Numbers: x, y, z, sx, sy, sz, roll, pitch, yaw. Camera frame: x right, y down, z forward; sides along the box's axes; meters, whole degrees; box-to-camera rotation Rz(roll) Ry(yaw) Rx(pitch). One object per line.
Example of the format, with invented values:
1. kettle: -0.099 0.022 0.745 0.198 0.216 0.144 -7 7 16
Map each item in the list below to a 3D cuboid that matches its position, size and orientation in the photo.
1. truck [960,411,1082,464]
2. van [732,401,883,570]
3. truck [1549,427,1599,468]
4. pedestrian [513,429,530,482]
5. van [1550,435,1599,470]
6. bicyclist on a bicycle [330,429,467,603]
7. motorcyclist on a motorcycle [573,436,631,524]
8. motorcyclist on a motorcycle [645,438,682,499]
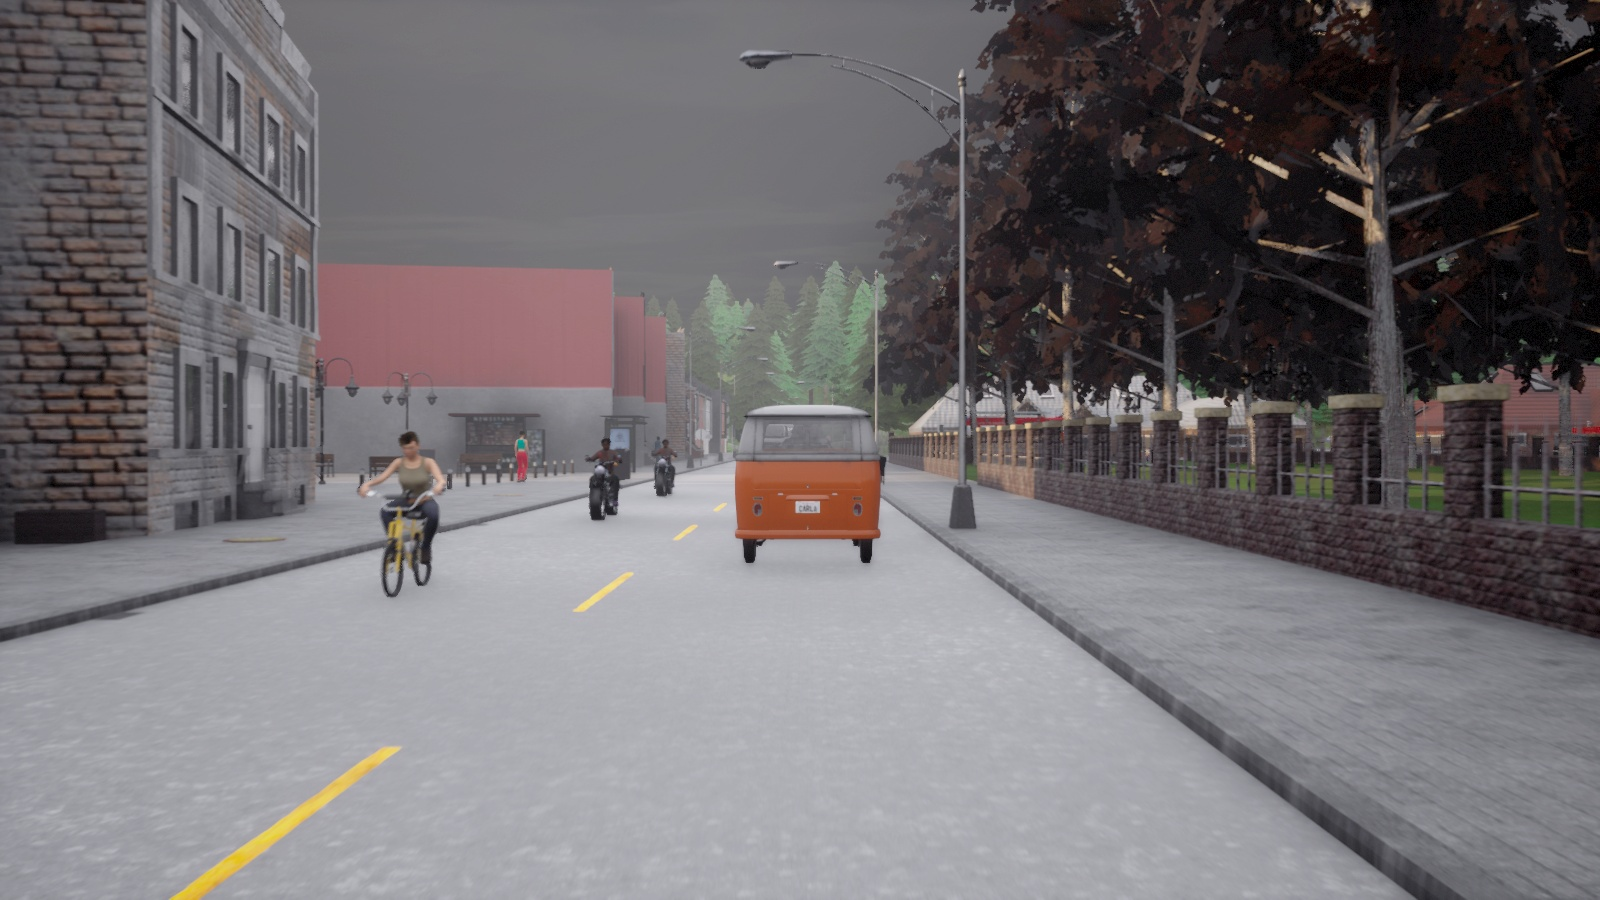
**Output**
1. truck: 16.282 -0.928 92.731 8.468 3.827 2.891 0 0 -1
2. van: 0.100 0.403 17.010 1.775 1.987 4.442 0 0 0
3. truck: 49.764 -0.149 78.691 2.627 2.467 5.204 0 0 0
4. pedestrian: -9.738 0.201 43.907 0.345 1.836 0.594 0 0 20
5. van: 45.691 0.126 72.696 1.775 1.987 4.442 0 0 -1
6. bicyclist on a bicycle: -3.928 0.610 12.412 0.866 1.612 1.509 0 0 0
7. motorcyclist on a motorcycle: -3.863 0.555 24.647 0.766 1.649 2.350 0 0 0
8. motorcyclist on a motorcycle: -3.810 0.496 35.136 0.766 1.649 2.350 0 0 0
